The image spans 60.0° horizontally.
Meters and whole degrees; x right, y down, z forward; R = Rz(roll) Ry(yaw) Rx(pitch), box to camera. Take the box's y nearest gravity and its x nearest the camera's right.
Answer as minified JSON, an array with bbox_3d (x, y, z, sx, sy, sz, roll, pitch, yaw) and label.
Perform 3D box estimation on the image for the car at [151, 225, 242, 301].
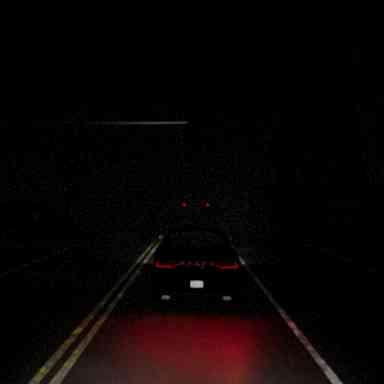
[{"bbox_3d":[0.096,1.600,8.659,1.882,1.535,5.008,1,-1,0],"label":"car"}]
